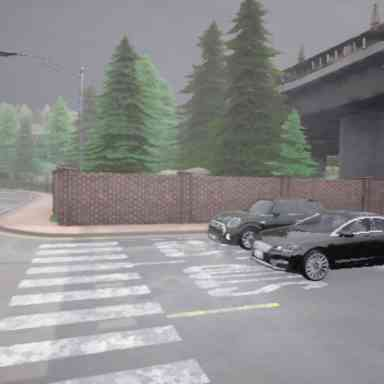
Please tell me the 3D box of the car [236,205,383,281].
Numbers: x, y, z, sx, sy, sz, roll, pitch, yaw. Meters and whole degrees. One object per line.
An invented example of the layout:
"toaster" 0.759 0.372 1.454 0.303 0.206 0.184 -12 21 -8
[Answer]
"car" 3.953 1.265 8.809 4.902 1.511 2.128 1 2 -18

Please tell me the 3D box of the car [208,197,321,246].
"car" 2.895 0.989 12.136 4.553 1.767 2.097 1 2 -18
